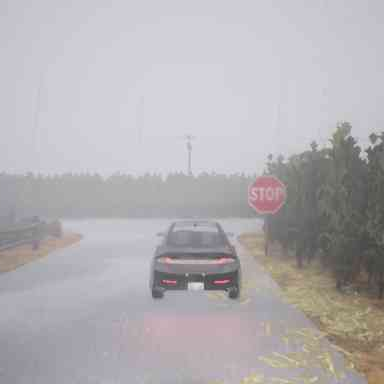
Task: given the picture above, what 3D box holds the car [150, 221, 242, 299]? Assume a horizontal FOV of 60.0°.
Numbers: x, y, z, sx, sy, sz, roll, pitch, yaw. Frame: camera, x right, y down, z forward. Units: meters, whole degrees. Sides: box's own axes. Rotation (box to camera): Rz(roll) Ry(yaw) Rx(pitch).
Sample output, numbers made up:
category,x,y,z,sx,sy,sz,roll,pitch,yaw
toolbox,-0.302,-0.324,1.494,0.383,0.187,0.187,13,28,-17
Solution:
category,x,y,z,sx,sy,sz,roll,pitch,yaw
car,0.087,1.488,8.427,2.128,1.511,4.902,0,0,0
